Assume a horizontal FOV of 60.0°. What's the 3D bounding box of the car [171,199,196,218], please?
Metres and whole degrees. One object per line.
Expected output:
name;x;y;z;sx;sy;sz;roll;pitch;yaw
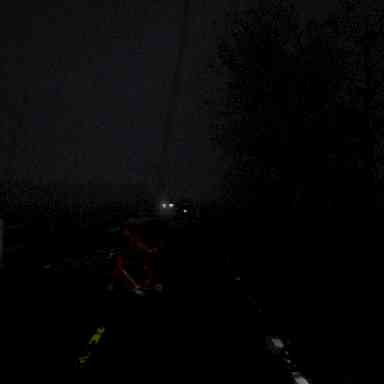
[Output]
car;-0.635;1.569;29.843;1.994;1.385;4.181;0;0;-1

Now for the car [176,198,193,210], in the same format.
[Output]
car;-0.986;1.557;43.549;2.033;1.411;5.357;0;0;-1

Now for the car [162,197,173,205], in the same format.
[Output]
car;-4.326;1.579;59.755;1.994;1.385;4.181;0;0;-1

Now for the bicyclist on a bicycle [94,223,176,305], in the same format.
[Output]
bicyclist on a bicycle;-1.146;1.455;6.667;1.656;1.620;0.582;0;0;-1
